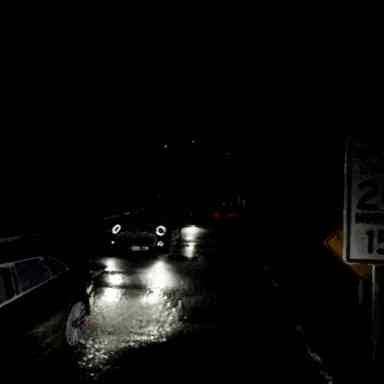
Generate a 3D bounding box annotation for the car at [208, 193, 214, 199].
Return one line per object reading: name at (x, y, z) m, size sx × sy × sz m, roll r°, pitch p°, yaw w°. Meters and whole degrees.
car at (4.823, 1.044, 79.050) m, size 2.097 × 1.767 × 4.553 m, roll 1°, pitch 0°, yaw 6°

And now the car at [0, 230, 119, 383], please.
car at (-2.678, 1.432, 3.430) m, size 2.128 × 1.511 × 4.902 m, roll 1°, pitch 0°, yaw 7°

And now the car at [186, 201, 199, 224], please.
car at (-0.563, 1.451, 24.675) m, size 1.882 × 1.535 × 5.008 m, roll 1°, pitch 0°, yaw 6°

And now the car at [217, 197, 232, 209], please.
car at (4.819, 1.572, 49.671) m, size 2.128 × 1.511 × 4.902 m, roll 1°, pitch 0°, yaw 5°

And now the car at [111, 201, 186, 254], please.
car at (-1.671, 1.308, 13.393) m, size 2.097 × 1.767 × 4.553 m, roll 1°, pitch 0°, yaw 6°

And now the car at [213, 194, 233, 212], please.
car at (3.818, 1.413, 39.353) m, size 2.097 × 1.767 × 4.553 m, roll 1°, pitch 0°, yaw 5°

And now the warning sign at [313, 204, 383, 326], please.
warning sign at (2.922, 1.174, 5.759) m, size 1.300 × 1.860 × 1.060 m, roll 1°, pitch 0°, yaw 6°

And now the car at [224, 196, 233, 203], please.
car at (8.204, 1.625, 75.580) m, size 1.882 × 1.535 × 5.008 m, roll 1°, pitch 0°, yaw 6°
